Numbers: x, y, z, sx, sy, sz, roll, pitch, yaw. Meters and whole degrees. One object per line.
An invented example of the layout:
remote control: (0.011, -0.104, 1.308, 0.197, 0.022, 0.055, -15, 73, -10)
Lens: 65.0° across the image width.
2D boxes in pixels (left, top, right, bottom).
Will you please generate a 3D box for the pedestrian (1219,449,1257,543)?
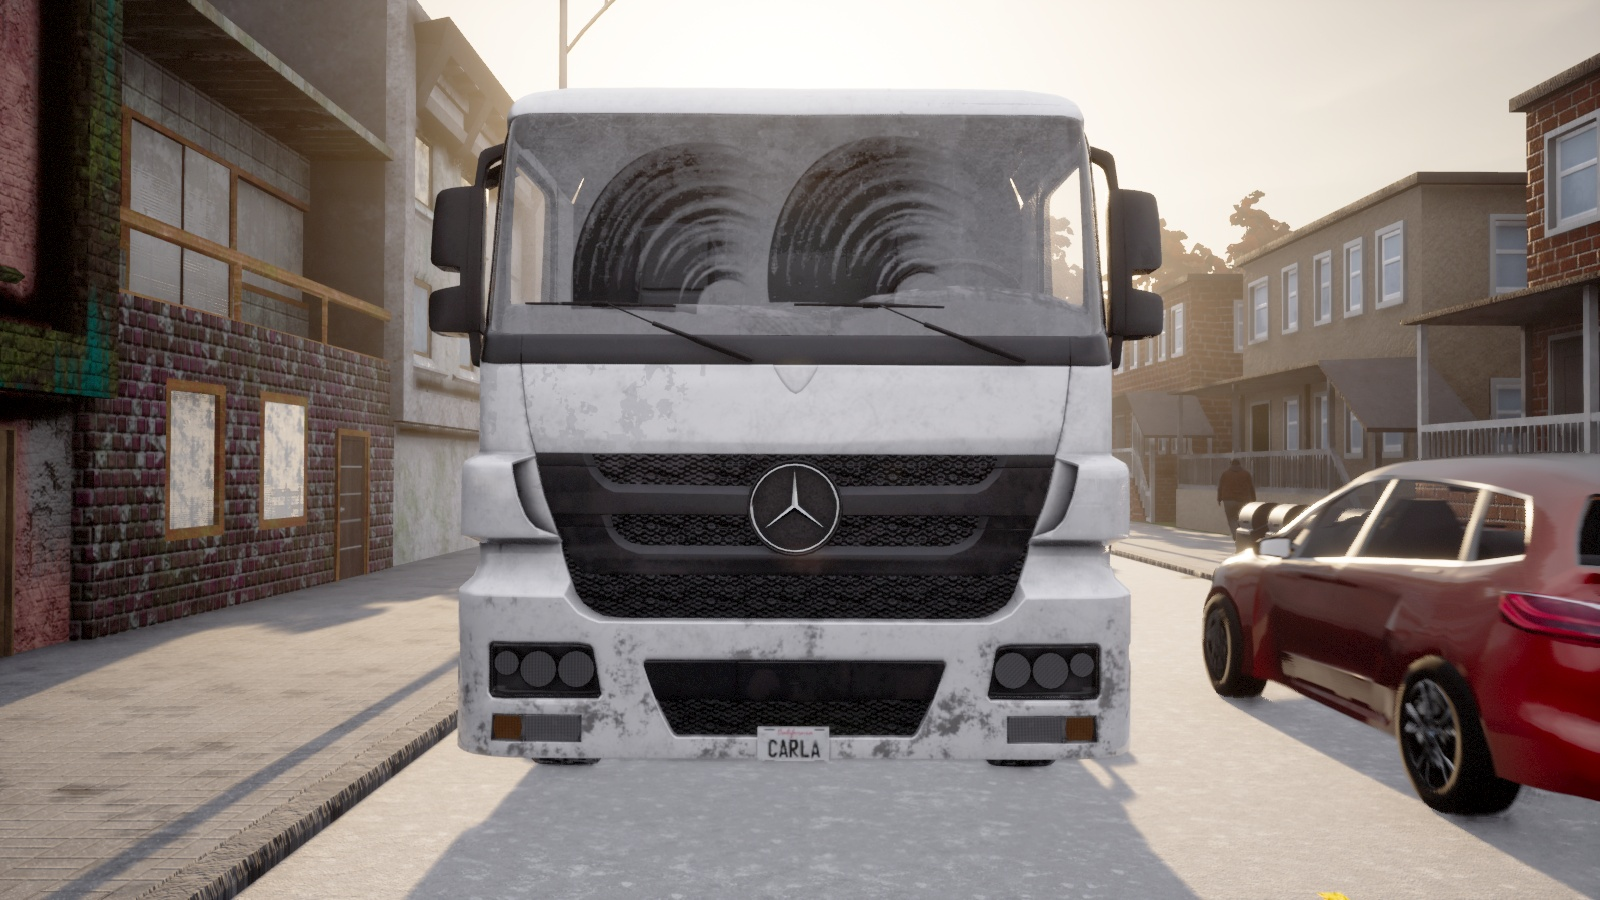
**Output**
pedestrian: (8.764, 0.910, 25.140, 0.634, 1.844, 0.899, 0, -1, 15)

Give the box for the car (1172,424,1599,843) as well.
car: (3.981, 0.766, 7.318, 2.242, 1.667, 4.611, 0, -1, 0)

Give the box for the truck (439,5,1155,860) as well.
truck: (-0.025, -0.015, 9.072, 2.891, 3.462, 7.936, 0, -1, 0)
